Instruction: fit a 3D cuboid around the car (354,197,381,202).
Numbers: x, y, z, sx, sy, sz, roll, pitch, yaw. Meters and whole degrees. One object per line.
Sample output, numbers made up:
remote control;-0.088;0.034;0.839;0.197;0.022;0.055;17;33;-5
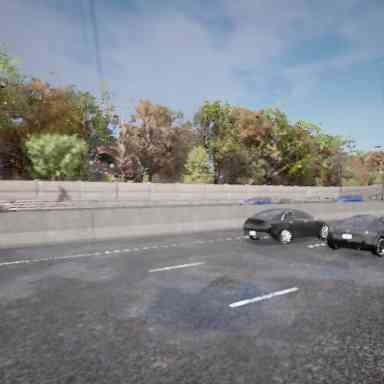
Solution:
car;22.753;1.662;41.687;4.181;1.385;1.994;0;0;-35

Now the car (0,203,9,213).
car;-15.321;1.525;23.157;4.674;1.442;1.812;0;0;-35

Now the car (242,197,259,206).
car;8.867;1.417;44.689;4.553;1.767;2.097;0;0;-35

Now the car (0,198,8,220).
car;-17.205;1.351;26.110;4.553;1.767;2.097;0;0;-35

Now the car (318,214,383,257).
car;7.246;1.582;13.214;4.181;1.385;1.994;0;0;-36

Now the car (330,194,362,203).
car;20.792;1.319;44.584;5.566;2.045;2.150;0;0;-35

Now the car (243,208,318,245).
car;4.563;1.521;15.599;4.892;1.490;1.837;0;0;-36

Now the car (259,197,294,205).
car;11.040;1.591;41.940;4.674;1.442;1.812;0;0;-35
